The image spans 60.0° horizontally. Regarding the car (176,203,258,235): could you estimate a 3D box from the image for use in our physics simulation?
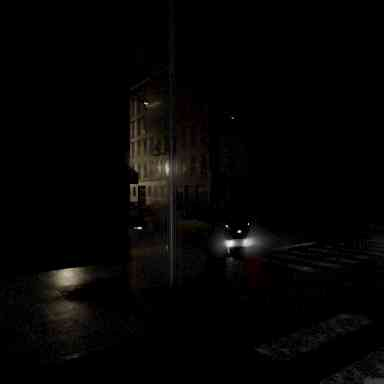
[{"bbox_3d":[0.930,1.565,18.678,2.033,1.411,5.357,0,0,-32],"label":"car"}]

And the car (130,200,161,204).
[{"bbox_3d":[-4.826,1.517,26.719,2.128,1.511,4.902,0,0,-35],"label":"car"}]

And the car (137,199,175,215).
[{"bbox_3d":[-3.868,1.529,34.831,1.752,1.417,4.829,0,0,-35],"label":"car"}]

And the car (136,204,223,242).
[{"bbox_3d":[-0.794,1.555,16.679,1.752,1.417,4.829,0,0,-35],"label":"car"}]

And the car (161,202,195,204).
[{"bbox_3d":[-0.629,1.566,30.284,1.947,1.339,4.313,0,0,-35],"label":"car"}]

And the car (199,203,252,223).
[{"bbox_3d":[2.510,1.578,25.875,1.802,1.307,4.206,0,0,-35],"label":"car"}]

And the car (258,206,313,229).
[{"bbox_3d":[5.650,1.558,21.466,1.947,1.339,4.313,0,0,-35],"label":"car"}]

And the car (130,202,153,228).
[{"bbox_3d":[-4.032,1.585,21.227,2.008,1.369,4.403,0,0,-35],"label":"car"}]
